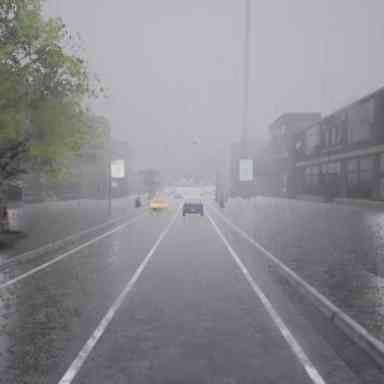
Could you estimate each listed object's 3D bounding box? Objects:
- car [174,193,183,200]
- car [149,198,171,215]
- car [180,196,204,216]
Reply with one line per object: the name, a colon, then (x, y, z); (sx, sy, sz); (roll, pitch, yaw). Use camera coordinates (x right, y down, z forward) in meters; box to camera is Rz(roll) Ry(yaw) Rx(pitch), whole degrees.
car: (-2.996, 0.912, 73.477); (2.033, 1.411, 5.357); (0, 1, 0)
car: (-3.091, 1.361, 32.708); (1.882, 1.535, 5.008); (0, 0, 0)
car: (0.102, 1.369, 31.549); (1.882, 1.535, 5.008); (0, 0, 0)
